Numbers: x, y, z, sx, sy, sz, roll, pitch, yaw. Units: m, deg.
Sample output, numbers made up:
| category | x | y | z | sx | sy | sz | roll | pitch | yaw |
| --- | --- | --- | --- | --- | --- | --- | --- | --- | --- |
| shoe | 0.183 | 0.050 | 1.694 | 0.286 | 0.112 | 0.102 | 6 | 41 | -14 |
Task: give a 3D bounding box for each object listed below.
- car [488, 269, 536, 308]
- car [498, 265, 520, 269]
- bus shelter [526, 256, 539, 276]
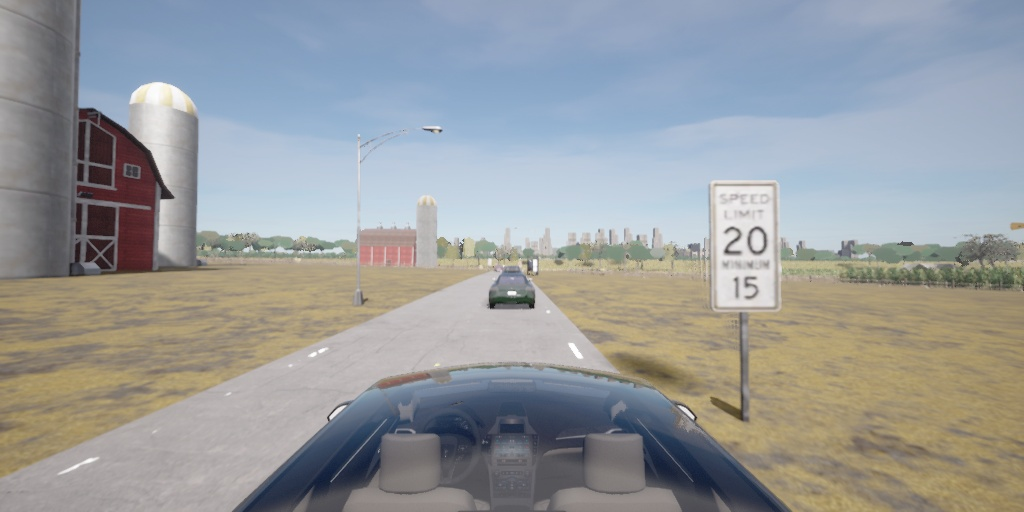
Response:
| category | x | y | z | sx | sy | sz | roll | pitch | yaw |
| --- | --- | --- | --- | --- | --- | --- | --- | --- | --- |
| car | 0.009 | 1.455 | 16.125 | 1.994 | 1.385 | 4.181 | 0 | -1 | 0 |
| car | 0.012 | 1.606 | 31.160 | 1.837 | 1.490 | 4.892 | 0 | -1 | 0 |
| bus shelter | 3.138 | 1.378 | 51.595 | 1.920 | 2.740 | 3.880 | 0 | 0 | 0 |
